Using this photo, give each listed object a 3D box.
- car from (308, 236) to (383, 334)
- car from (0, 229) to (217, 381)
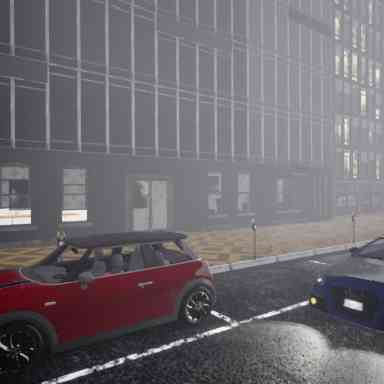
[{"bbox_3d":[4.121,1.563,6.304,4.181,1.385,1.994,0,0,-35],"label":"car"},{"bbox_3d":[-1.639,1.440,5.396,4.097,1.590,1.967,0,0,-35],"label":"car"}]
